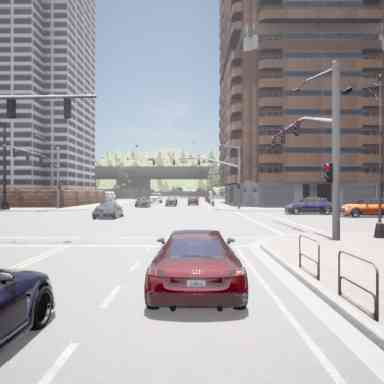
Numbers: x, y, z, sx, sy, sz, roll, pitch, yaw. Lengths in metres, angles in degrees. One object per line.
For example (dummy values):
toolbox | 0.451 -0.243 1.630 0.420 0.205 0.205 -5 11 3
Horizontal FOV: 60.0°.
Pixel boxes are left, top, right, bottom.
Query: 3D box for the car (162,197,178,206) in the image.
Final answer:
car | -3.303 1.547 54.560 2.033 1.411 5.357 0 0 0

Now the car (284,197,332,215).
car | 11.601 1.352 33.240 4.553 1.767 2.097 0 0 2

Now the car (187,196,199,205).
car | 0.205 1.491 58.860 2.128 1.511 4.902 0 0 0

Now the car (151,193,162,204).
car | -6.934 1.222 63.901 2.150 2.045 5.566 0 0 1

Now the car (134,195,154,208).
car | -7.010 1.506 47.429 1.837 1.490 4.892 0 0 0

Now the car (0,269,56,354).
car | -3.432 1.564 4.247 1.994 1.385 4.181 0 0 1

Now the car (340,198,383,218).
car | 15.571 1.352 29.652 4.553 1.767 2.097 0 0 1

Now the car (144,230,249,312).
car | 0.094 1.564 7.815 1.994 1.385 4.181 0 0 1

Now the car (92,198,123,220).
car | -7.040 1.525 28.154 1.812 1.442 4.674 0 0 0
